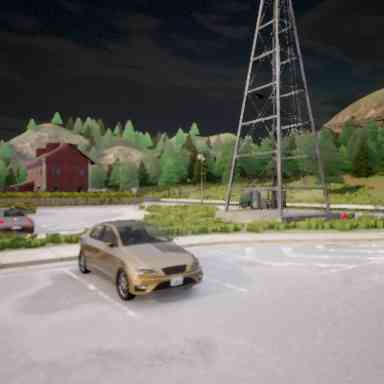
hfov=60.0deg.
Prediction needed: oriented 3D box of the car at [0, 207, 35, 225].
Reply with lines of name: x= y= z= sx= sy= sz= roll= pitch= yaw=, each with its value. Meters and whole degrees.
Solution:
car: x=-9.880 y=1.521 z=18.244 sx=1.784 sy=1.438 sz=3.905 roll=0 pitch=0 yaw=-35

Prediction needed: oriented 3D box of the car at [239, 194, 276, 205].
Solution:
car: x=8.469 y=1.235 z=42.371 sx=2.150 sy=2.045 sz=5.566 roll=0 pitch=0 yaw=-34

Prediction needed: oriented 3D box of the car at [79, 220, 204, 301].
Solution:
car: x=-1.493 y=1.507 z=8.416 sx=1.816 sy=1.474 sz=4.193 roll=0 pitch=0 yaw=-35
